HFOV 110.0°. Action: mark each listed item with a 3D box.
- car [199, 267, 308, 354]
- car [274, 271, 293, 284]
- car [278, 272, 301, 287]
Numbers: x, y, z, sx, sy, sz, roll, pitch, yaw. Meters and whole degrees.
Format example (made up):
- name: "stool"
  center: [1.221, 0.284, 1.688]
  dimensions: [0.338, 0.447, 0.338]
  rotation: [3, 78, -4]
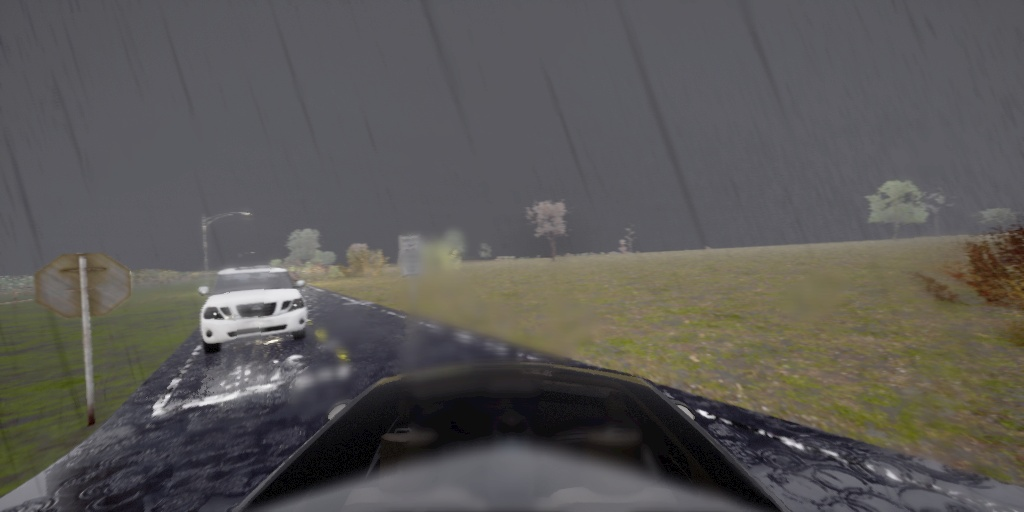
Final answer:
- name: "car"
  center: [-7.659, 1.369, 10.771]
  dimensions: [2.150, 2.045, 5.566]
  rotation: [-3, 0, -36]
- name: "car"
  center: [-30.918, 2.858, 48.398]
  dimensions: [1.837, 1.490, 4.892]
  rotation: [-3, 0, -35]
- name: "car"
  center: [-24.844, 2.552, 39.924]
  dimensions: [1.812, 1.442, 4.674]
  rotation: [-3, 0, -35]
